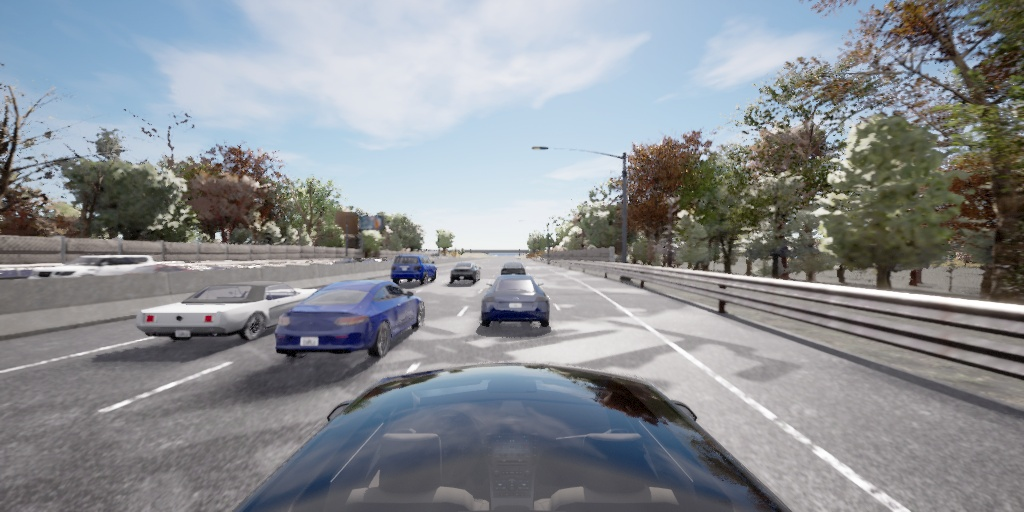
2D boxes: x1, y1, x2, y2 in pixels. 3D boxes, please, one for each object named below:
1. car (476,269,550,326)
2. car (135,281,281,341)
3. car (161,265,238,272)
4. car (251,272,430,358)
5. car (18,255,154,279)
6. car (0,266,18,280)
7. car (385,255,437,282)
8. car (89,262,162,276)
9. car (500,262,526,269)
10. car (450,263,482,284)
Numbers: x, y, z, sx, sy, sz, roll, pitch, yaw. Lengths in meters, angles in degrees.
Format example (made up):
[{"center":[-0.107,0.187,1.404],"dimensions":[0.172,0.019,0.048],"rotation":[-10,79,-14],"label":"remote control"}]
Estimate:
[{"center":[0.095,1.297,11.659],"dimensions":[1.994,1.385,4.181],"rotation":[0,0,0],"label":"car"},{"center":[-6.904,1.337,9.745],"dimensions":[1.895,1.301,4.718],"rotation":[0,0,0],"label":"car"},{"center":[-17.605,1.284,21.236],"dimensions":[1.994,1.385,4.181],"rotation":[0,0,0],"label":"car"},{"center":[-3.405,1.264,8.325],"dimensions":[1.812,1.442,4.674],"rotation":[0,0,0],"label":"car"},{"center":[-24.607,0.941,21.524],"dimensions":[2.150,2.045,5.566],"rotation":[0,0,0],"label":"car"},{"center":[-27.800,1.269,19.501],"dimensions":[2.033,1.411,5.357],"rotation":[0,0,-2],"label":"car"},{"center":[-6.910,0.937,25.752],"dimensions":[2.150,2.045,5.566],"rotation":[0,0,0],"label":"car"},{"center":[-21.094,1.246,21.085],"dimensions":[1.812,1.442,4.674],"rotation":[0,0,0],"label":"car"},{"center":[0.089,1.191,28.252],"dimensions":[1.882,1.535,5.008],"rotation":[0,0,0],"label":"car"},{"center":[-3.410,1.219,26.760],"dimensions":[1.837,1.490,4.892],"rotation":[0,0,0],"label":"car"}]
